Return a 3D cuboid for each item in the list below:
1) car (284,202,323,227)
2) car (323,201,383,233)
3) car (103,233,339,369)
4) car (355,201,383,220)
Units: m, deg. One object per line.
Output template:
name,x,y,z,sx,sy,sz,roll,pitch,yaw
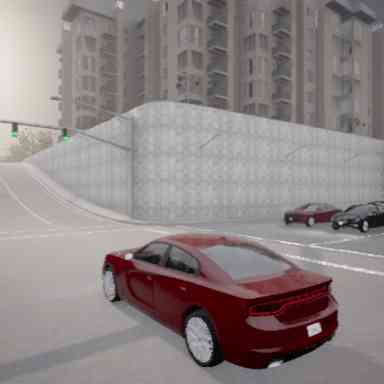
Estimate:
car,8.406,1.474,22.883,5.008,1.535,1.882,0,0,-36
car,10.260,1.501,19.917,4.892,1.490,1.837,0,0,-35
car,0.015,1.476,5.966,1.882,1.535,5.008,0,0,-36
car,16.002,1.521,28.317,4.674,1.442,1.812,0,0,-35
